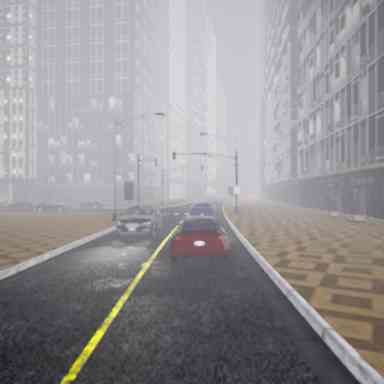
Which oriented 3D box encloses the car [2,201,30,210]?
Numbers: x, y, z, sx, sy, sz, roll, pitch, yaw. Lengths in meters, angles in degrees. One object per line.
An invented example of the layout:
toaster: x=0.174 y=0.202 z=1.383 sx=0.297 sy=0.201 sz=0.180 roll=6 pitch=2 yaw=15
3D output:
car: x=-25.963 y=2.017 z=50.773 sx=4.313 sy=1.339 sz=1.947 roll=-1 pitch=1 yaw=12

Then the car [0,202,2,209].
car: x=-31.465 y=2.113 z=51.938 sx=4.313 sy=1.339 sz=1.947 roll=-1 pitch=1 yaw=12

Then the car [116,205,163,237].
car: x=-2.703 y=1.484 z=17.975 sx=2.128 sy=1.511 sz=4.902 roll=0 pitch=0 yaw=2

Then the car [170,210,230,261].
car: x=0.292 y=1.561 z=12.292 sx=1.994 sy=1.385 sz=4.181 roll=0 pitch=0 yaw=2

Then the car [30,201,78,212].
car: x=-16.694 y=1.777 z=40.245 sx=4.403 sy=1.369 sz=2.008 roll=-1 pitch=0 yaw=12

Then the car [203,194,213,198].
car: x=4.126 y=1.214 z=83.131 sx=2.097 sy=1.767 sz=4.553 roll=0 pitch=0 yaw=10

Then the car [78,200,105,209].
car: x=-14.958 y=1.810 z=48.443 sx=4.403 sy=1.369 sz=2.008 roll=-1 pitch=1 yaw=12

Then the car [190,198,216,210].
car: x=0.831 y=1.463 z=25.881 sx=1.882 sy=1.535 sz=5.008 roll=0 pitch=0 yaw=3
